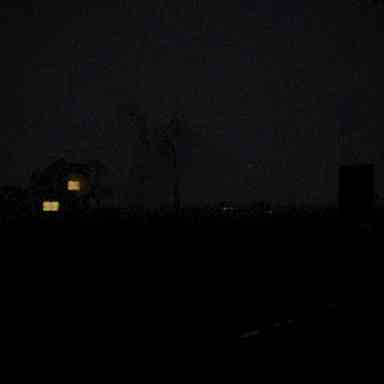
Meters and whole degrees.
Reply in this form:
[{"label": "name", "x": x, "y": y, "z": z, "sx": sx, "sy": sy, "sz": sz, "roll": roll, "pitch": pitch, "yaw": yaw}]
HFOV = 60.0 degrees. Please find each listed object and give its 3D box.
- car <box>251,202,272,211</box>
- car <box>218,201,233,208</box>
[{"label": "car", "x": 11.232, "y": 2.345, "z": 54.181, "sx": 1.837, "sy": 1.490, "sz": 4.892, "roll": 1, "pitch": -1, "yaw": -15}, {"label": "car", "x": 6.961, "y": 2.628, "z": 69.806, "sx": 1.837, "sy": 1.490, "sz": 4.892, "roll": 1, "pitch": -1, "yaw": -16}]
